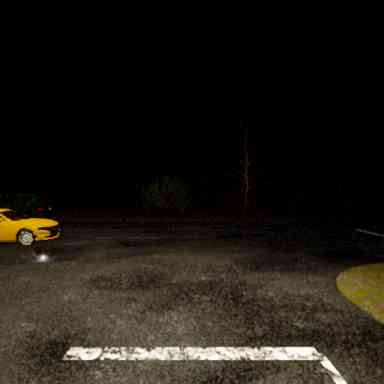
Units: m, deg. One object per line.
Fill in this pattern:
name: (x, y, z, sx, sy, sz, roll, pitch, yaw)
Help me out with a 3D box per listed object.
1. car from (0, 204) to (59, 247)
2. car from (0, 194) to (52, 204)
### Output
car: (-8.405, 1.450, 14.413, 5.008, 1.535, 1.882, 0, 0, -1)
car: (-11.797, 1.165, 21.330, 5.566, 2.045, 2.150, 0, 0, -2)
